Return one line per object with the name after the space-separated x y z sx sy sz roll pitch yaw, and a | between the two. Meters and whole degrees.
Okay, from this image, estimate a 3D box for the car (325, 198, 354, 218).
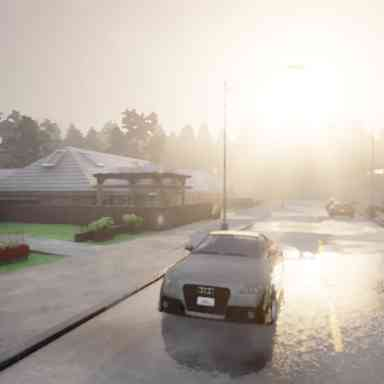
13.617 1.571 30.494 1.994 1.385 4.181 0 0 20 | car

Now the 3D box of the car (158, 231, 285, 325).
0.888 1.565 7.183 1.994 1.385 4.181 0 0 20 | car
